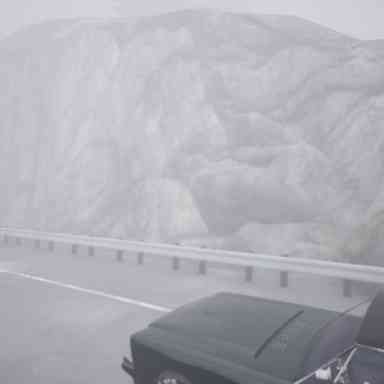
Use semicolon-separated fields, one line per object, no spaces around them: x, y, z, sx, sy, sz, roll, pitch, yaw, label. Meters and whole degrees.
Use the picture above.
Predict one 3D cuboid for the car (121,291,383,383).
1.629;1.593;2.747;4.718;1.301;1.895;0;0;35;car
